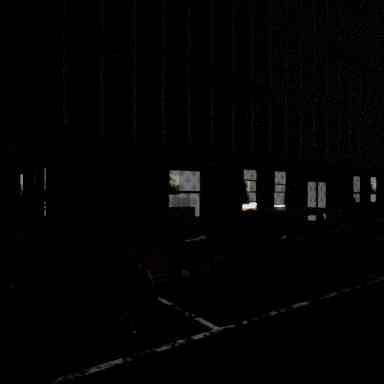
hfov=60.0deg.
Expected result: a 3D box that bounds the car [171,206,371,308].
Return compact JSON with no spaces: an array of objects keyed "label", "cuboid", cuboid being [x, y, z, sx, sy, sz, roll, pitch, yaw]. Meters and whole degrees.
[{"label":"car","cuboid":[1.920,1.314,8.092,5.009,1.841,2.192,0,0,-35]}]

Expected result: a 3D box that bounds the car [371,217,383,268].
[{"label":"car","cuboid":[6.452,1.560,11.316,4.313,1.339,1.947,0,0,-35]}]

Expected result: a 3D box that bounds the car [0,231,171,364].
[{"label":"car","cuboid":[-2.611,1.440,4.872,4.097,1.590,1.967,0,0,-35]}]
